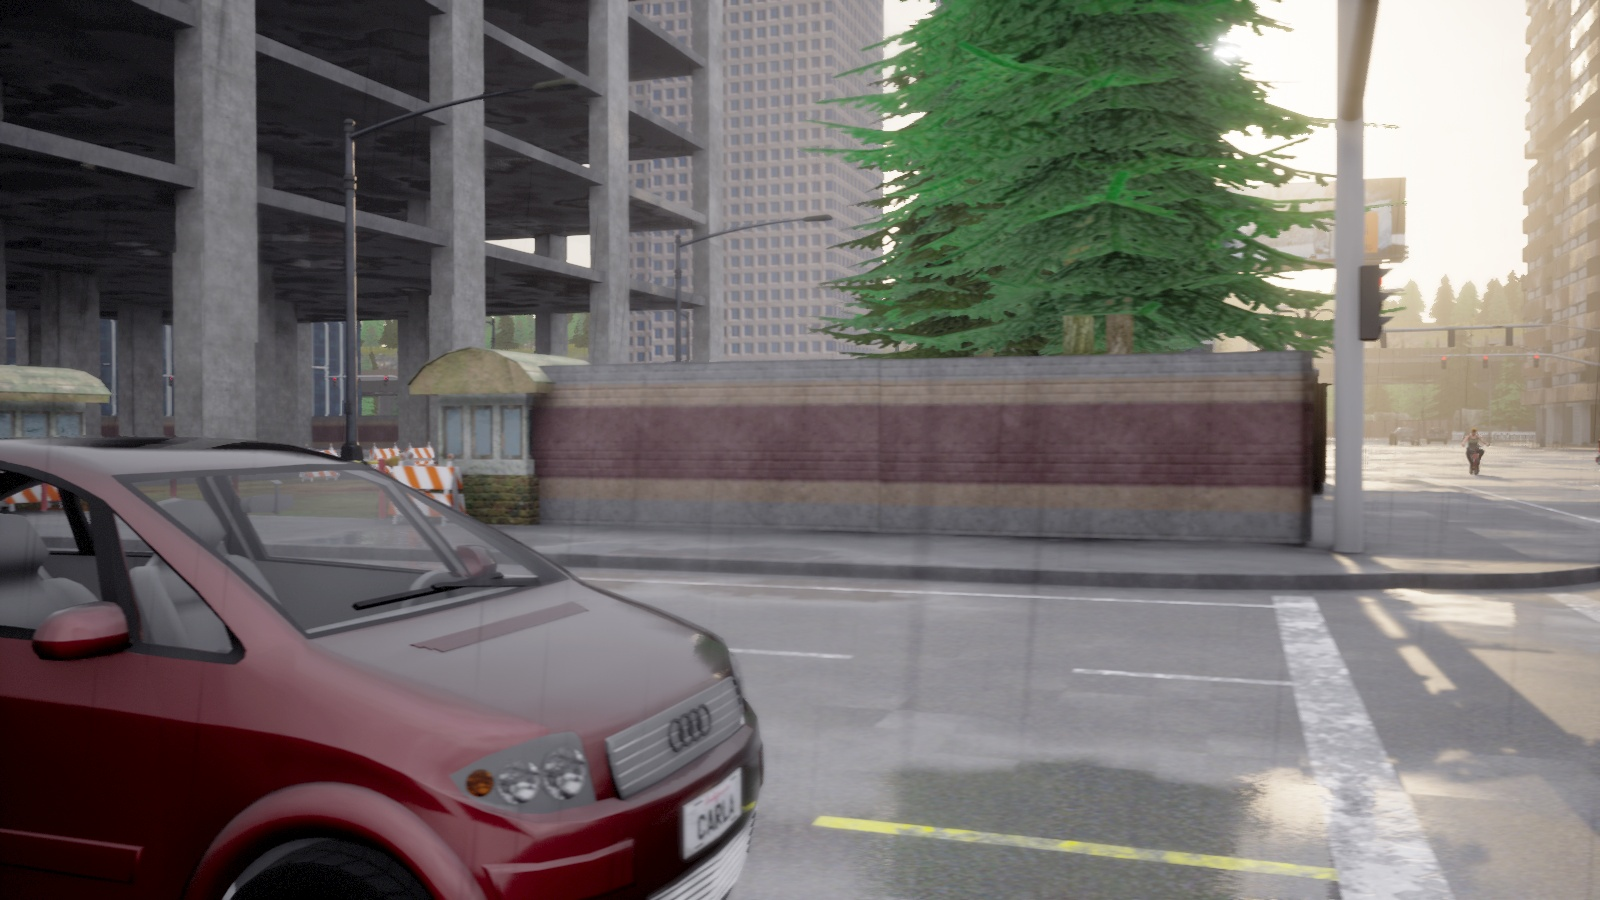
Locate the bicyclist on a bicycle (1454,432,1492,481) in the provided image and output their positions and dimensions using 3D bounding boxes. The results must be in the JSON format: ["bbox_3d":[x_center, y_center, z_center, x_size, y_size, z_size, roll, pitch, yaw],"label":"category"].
[{"bbox_3d":[22.629,0.211,42.251,0.866,1.612,1.509,1,1,19],"label":"bicyclist on a bicycle"}]

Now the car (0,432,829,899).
[{"bbox_3d":[-1.951,0.728,3.849,3.705,1.549,1.789,1,1,19],"label":"car"}]

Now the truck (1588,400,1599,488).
[{"bbox_3d":[23.407,-0.090,33.761,2.627,2.467,5.204,1,3,19],"label":"truck"}]
